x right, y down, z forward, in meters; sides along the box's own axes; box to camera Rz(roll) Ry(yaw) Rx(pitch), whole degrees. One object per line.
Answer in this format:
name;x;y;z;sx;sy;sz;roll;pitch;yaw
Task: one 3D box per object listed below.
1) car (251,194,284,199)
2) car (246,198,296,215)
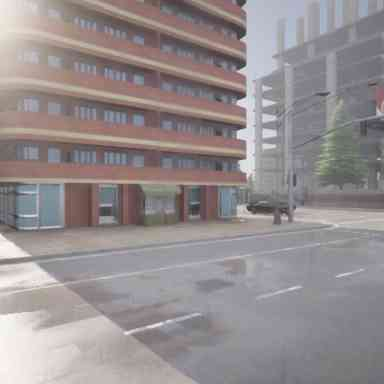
car;8.819;1.222;37.042;2.150;2.045;5.566;0;0;-36
car;7.662;1.601;32.699;1.895;1.301;4.718;0;0;-36
